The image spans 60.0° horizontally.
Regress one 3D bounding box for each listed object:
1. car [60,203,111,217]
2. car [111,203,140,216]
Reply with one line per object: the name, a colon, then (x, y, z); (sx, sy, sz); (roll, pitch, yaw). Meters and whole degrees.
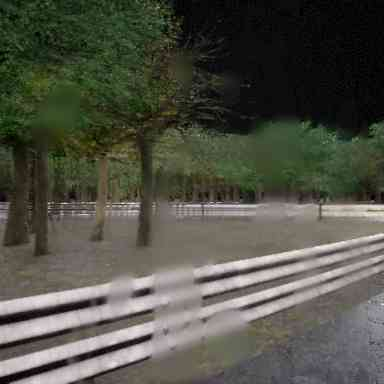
car: (-11.901, 1.913, 36.208); (4.902, 1.511, 2.128); (0, -1, 6)
car: (-7.835, 2.119, 39.306); (4.718, 1.301, 1.895); (0, -1, 6)
